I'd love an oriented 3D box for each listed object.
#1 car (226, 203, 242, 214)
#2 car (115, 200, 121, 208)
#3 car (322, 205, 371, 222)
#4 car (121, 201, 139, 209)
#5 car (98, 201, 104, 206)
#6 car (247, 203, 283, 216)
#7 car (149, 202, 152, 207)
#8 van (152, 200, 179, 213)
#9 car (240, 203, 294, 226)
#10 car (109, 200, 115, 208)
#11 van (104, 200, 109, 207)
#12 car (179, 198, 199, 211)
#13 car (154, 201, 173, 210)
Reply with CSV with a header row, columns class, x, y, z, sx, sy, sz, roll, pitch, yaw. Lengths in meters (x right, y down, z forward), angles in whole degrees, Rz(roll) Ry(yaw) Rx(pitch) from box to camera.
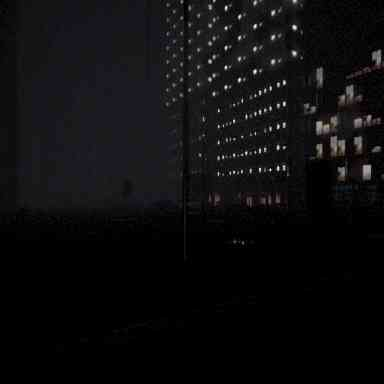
class,x,y,z,sx,sy,sz,roll,pitch,yaw
car,6.217,2.168,44.766,1.947,1.339,4.313,-1,-1,-26
car,-13.522,2.602,66.259,1.752,1.417,4.829,-1,-1,-26
car,13.580,1.854,29.584,2.008,1.369,4.403,-1,-1,-26
car,-11.141,2.525,61.351,2.008,1.369,4.403,-1,-1,-26
car,-23.412,3.053,86.652,1.887,1.381,4.507,-1,-1,-26
car,8.671,2.068,39.705,1.947,1.339,4.313,-1,-1,-26
car,-8.509,2.808,75.128,1.802,1.307,4.206,-1,-1,-26
van,-3.782,2.005,46.173,1.690,1.788,3.998,-1,-1,-26
car,6.040,1.813,25.927,2.008,1.369,4.403,-1,-1,-26
car,-16.050,2.731,71.472,1.887,1.381,4.507,-1,-1,-26
van,-18.508,2.634,76.534,1.690,1.788,3.998,-1,-1,-26
car,-0.768,2.003,53.109,2.150,2.045,5.566,0,-1,-25
car,-5.416,2.454,62.613,1.882,1.535,5.008,0,-1,-26
